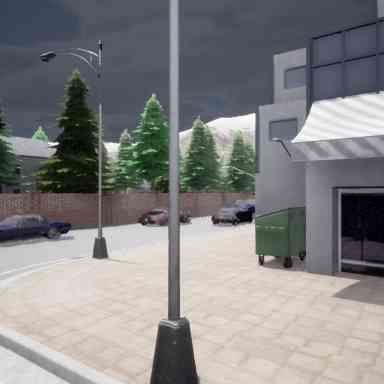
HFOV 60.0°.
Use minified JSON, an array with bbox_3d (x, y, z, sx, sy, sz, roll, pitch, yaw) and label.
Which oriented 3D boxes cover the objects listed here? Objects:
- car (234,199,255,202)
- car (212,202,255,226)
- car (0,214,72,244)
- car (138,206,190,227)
[{"bbox_3d":[5.120,1.528,34.064,2.097,1.767,4.553,0,0,37],"label":"car"},{"bbox_3d":[3.278,1.740,25.375,1.994,1.385,4.181,0,0,37],"label":"car"},{"bbox_3d":[-8.359,1.777,15.908,1.895,1.301,4.718,0,0,37],"label":"car"},{"bbox_3d":[-1.966,1.739,24.502,1.994,1.385,4.181,0,0,37],"label":"car"}]
